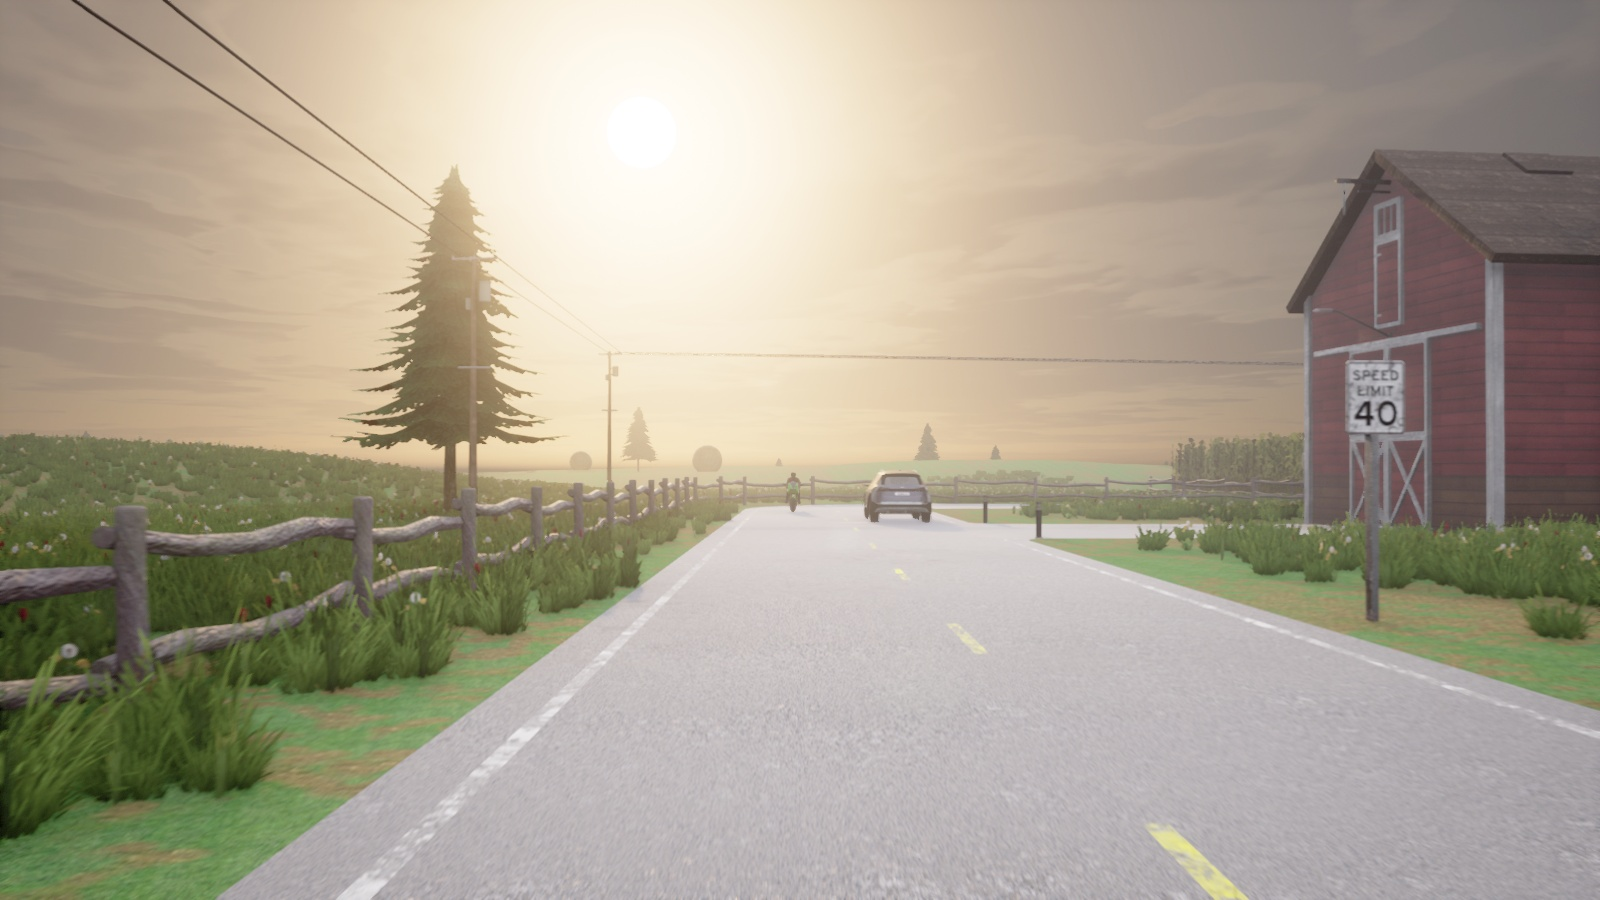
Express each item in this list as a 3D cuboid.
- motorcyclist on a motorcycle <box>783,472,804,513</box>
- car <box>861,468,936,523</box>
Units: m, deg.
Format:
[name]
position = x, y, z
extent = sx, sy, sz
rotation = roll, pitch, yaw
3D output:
[motorcyclist on a motorcycle]
position = -0.249, 1.594, 47.547
extent = 0.797, 1.523, 2.044
rotation = 0, -1, -1
[car]
position = 3.101, 1.409, 40.434
extent = 2.033, 1.649, 4.856
rotation = 0, -1, 0
